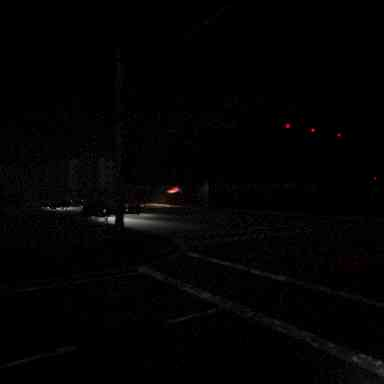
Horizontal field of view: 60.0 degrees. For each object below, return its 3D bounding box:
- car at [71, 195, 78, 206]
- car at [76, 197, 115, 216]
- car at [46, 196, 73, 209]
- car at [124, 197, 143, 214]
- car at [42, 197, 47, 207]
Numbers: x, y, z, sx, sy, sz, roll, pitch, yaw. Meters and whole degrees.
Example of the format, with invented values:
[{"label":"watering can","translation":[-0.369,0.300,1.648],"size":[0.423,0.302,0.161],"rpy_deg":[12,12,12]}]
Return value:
[{"label":"car","translation":[-18.996,1.357,53.490],"size":[2.097,1.767,4.553],"rpy_deg":[0,0,-34]},{"label":"car","translation":[-9.384,1.497,32.618],"size":[2.128,1.511,4.902],"rpy_deg":[0,0,-34]},{"label":"car","translation":[-18.615,1.571,46.624],"size":[1.994,1.385,4.181],"rpy_deg":[0,0,-34]},{"label":"car","translation":[-6.899,1.359,35.201],"size":[2.097,1.767,4.553],"rpy_deg":[0,0,-34]},{"label":"car","translation":[-22.083,1.535,51.817],"size":[1.812,1.442,4.674],"rpy_deg":[0,0,-34]}]
